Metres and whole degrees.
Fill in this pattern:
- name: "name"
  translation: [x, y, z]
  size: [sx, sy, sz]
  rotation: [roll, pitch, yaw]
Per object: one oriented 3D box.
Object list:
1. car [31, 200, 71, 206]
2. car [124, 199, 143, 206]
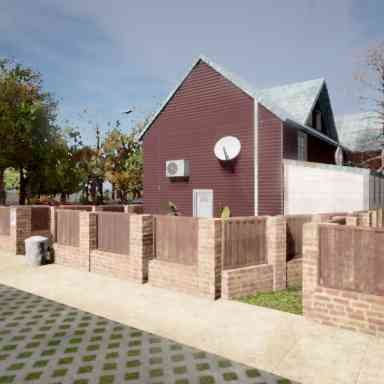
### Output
- name: "car"
  translation: [-13.996, 1.553, 31.767]
  size: [1.882, 1.535, 5.008]
  rotation: [0, 0, 35]
- name: "car"
  translation: [-6.495, 1.609, 42.255]
  size: [2.128, 1.511, 4.902]
  rotation: [0, 0, 36]
